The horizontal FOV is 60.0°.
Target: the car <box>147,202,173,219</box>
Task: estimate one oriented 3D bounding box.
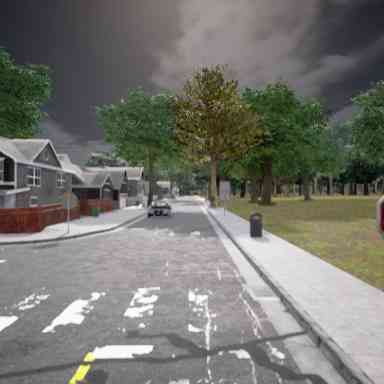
[{"bbox_3d":[-2.784,1.583,29.532,1.994,1.385,4.181,0,0,0],"label":"car"}]
